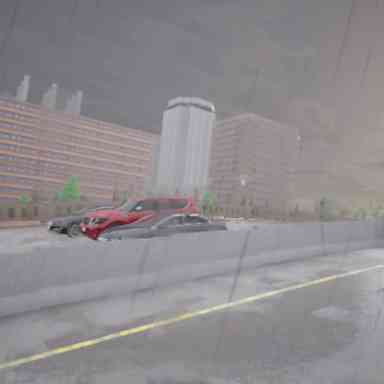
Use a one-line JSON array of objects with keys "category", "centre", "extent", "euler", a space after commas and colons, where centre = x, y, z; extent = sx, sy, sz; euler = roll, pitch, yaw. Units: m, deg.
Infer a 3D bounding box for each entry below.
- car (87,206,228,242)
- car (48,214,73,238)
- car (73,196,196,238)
[{"category": "car", "centre": [-0.910, 1.459, 11.944], "extent": [4.902, 1.511, 2.128], "euler": [0, 0, -36]}, {"category": "car", "centre": [-4.984, 1.459, 17.637], "extent": [4.902, 1.511, 2.128], "euler": [0, 0, -36]}, {"category": "car", "centre": [-2.202, 1.190, 15.325], "extent": [5.566, 2.045, 2.150], "euler": [0, 0, -36]}]
